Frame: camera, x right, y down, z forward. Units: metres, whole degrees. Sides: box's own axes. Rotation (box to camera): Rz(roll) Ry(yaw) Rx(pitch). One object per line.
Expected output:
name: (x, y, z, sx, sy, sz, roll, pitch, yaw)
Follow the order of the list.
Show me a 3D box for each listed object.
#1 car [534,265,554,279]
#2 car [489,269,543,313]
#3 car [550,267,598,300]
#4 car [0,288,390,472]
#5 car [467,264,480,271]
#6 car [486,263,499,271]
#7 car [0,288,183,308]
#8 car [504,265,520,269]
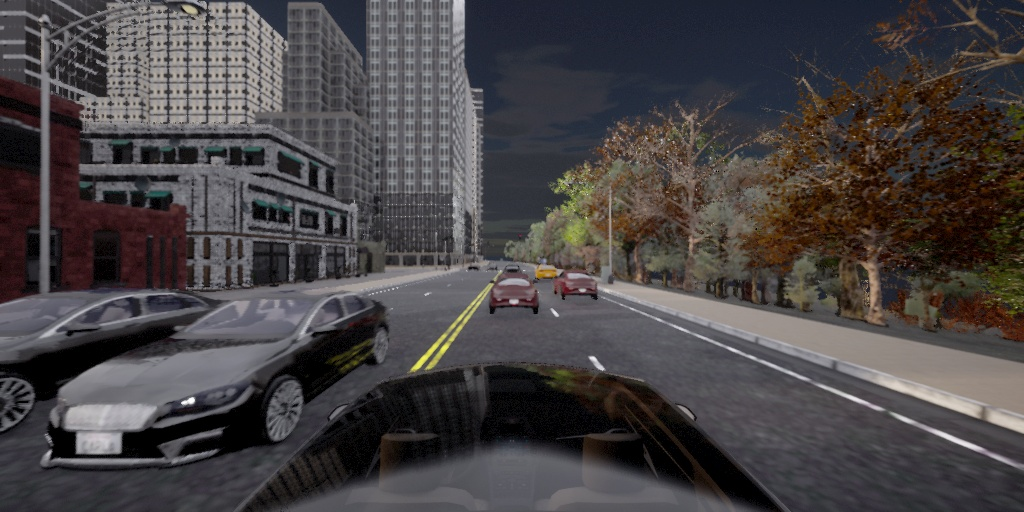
car: (3.282, 1.597, 35.145, 1.882, 1.535, 5.008, 0, -1, 0)
car: (0.071, 1.424, 14.643, 1.812, 1.442, 4.674, 0, -1, 0)
car: (3.315, 1.475, 19.169, 1.812, 1.442, 4.674, 0, -1, 0)
car: (-3.355, 1.284, 5.361, 2.128, 1.511, 4.902, 0, -1, 0)
car: (-6.628, 1.988, 62.593, 1.895, 1.301, 4.718, 0, -1, 0)
car: (-3.381, 1.895, 62.428, 1.837, 1.490, 4.892, 0, -1, 0)
car: (-6.604, 1.286, 5.464, 2.128, 1.511, 4.902, 0, -1, 0)
car: (0.034, 1.610, 33.734, 1.837, 1.490, 4.892, 0, -1, 0)
